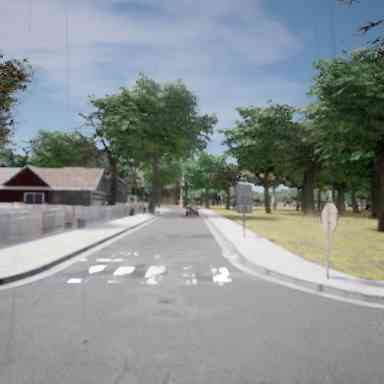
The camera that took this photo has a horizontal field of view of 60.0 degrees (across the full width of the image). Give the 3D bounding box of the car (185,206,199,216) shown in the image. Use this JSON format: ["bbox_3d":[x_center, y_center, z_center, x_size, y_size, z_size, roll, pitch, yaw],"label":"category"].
[{"bbox_3d":[0.017,2.777,48.426,1.812,1.442,4.674,1,-2,0],"label":"car"}]

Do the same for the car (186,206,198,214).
[{"bbox_3d":[0.021,3.125,58.456,1.895,1.301,4.718,1,-2,0],"label":"car"}]
